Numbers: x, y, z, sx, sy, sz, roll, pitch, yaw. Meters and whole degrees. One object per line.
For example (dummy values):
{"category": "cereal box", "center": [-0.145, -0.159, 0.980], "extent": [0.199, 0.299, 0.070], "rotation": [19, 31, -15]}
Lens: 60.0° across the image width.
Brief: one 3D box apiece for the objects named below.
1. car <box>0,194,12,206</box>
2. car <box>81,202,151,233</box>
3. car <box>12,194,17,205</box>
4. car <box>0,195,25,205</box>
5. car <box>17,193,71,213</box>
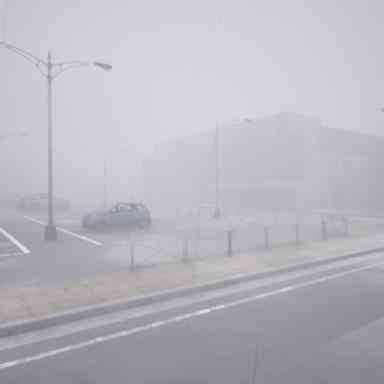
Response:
{"category": "car", "center": [-23.969, 1.105, 46.026], "extent": [5.027, 1.636, 2.152], "rotation": [0, 0, -35]}
{"category": "car", "center": [-4.114, 1.326, 18.076], "extent": [3.633, 1.501, 1.845], "rotation": [0, 0, -35]}
{"category": "car", "center": [-16.645, 1.030, 35.536], "extent": [3.866, 1.878, 1.905], "rotation": [0, 0, -35]}
{"category": "car", "center": [-27.908, 1.186, 51.103], "extent": [3.806, 1.475, 1.970], "rotation": [0, 0, -35]}
{"category": "car", "center": [-14.643, 1.047, 33.390], "extent": [4.605, 1.855, 1.932], "rotation": [0, 0, -35]}
